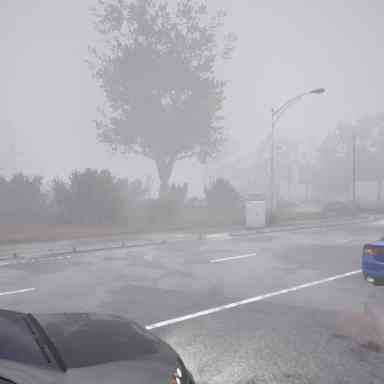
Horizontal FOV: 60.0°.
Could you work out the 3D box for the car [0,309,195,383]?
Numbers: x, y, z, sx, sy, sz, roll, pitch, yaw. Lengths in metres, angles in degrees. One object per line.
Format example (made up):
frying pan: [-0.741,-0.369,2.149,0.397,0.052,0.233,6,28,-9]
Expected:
car: [-1.975,1.564,2.329,4.181,1.385,1.994,0,0,-36]

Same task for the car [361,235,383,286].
car: [6.159,1.478,8.178,5.008,1.535,1.882,0,0,-36]

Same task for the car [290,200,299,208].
car: [12.542,1.346,46.162,2.097,1.767,4.553,0,0,-33]

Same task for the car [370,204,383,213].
car: [18.613,1.601,36.655,1.895,1.301,4.718,0,0,-32]

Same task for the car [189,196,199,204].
car: [1.108,1.474,57.284,1.812,1.442,4.674,0,0,-34]

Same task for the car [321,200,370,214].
car: [15.580,1.564,34.514,1.994,1.385,4.181,0,0,-30]

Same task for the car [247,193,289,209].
car: [9.711,1.215,44.099,2.150,2.045,5.566,0,0,-33]
